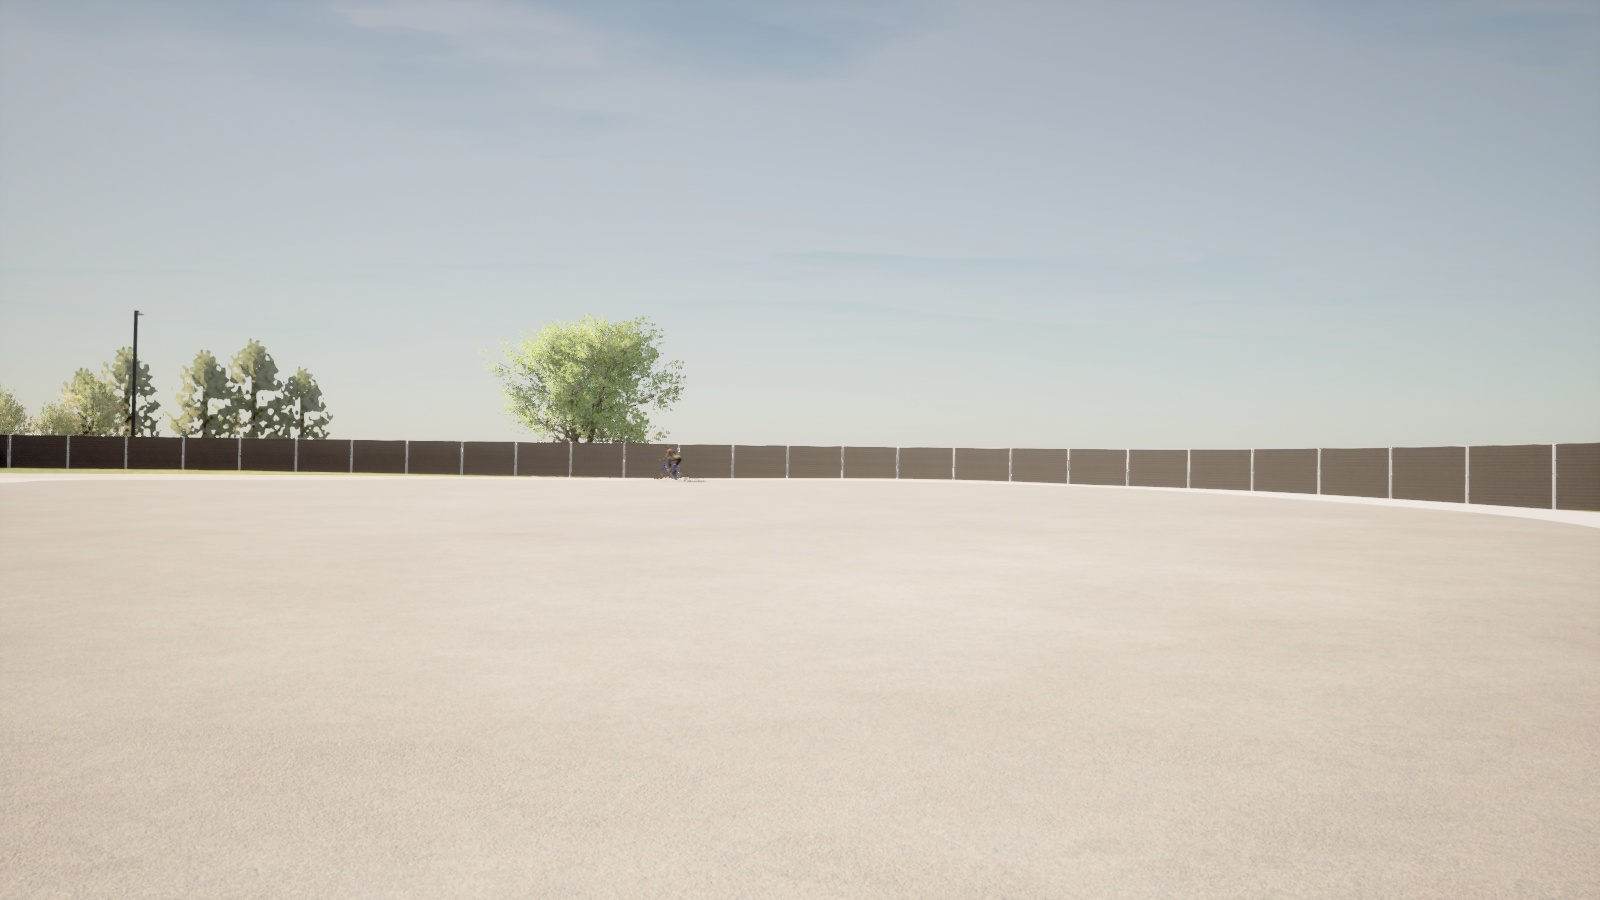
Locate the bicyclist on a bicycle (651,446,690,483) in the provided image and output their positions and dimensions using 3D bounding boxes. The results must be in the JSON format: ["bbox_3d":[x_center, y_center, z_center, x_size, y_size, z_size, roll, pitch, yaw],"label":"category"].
[{"bbox_3d":[-5.714,0.641,55.312,1.656,1.620,0.582,0,-1,27],"label":"bicyclist on a bicycle"}]
